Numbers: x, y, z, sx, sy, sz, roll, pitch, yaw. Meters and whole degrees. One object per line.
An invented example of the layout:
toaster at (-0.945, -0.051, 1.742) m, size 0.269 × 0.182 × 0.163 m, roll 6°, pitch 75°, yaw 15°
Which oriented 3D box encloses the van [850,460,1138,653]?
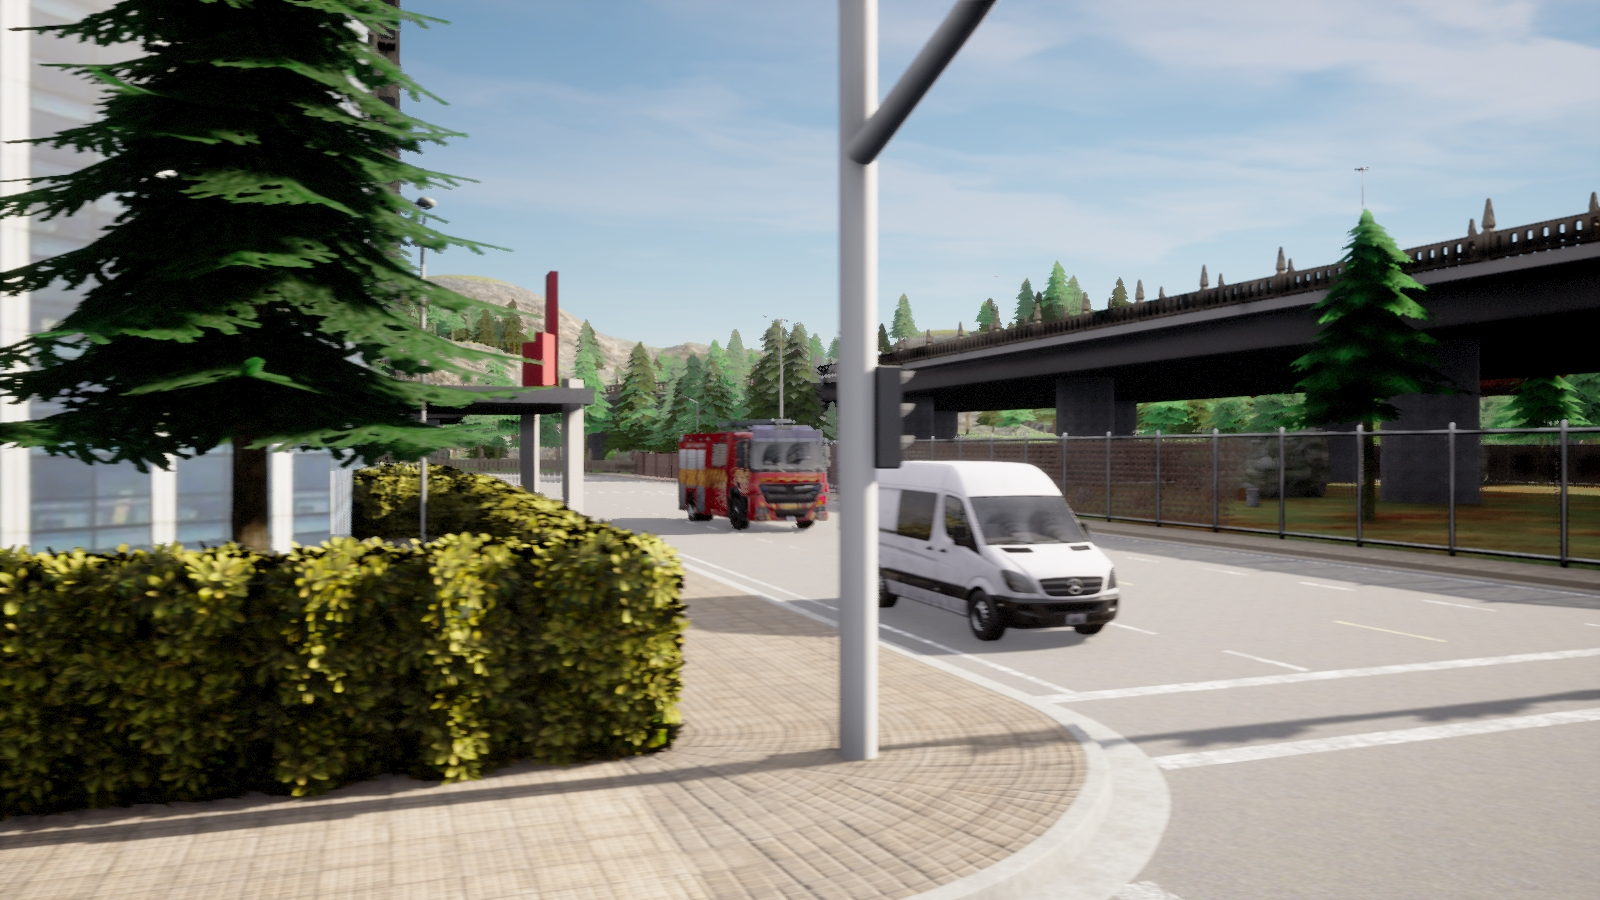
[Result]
van at (2.856, 1.478, 18.662) m, size 1.988 × 2.561 × 5.915 m, roll 0°, pitch 0°, yaw -20°

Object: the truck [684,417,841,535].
truck at (-1.581, 0.833, 41.535) m, size 2.891 × 3.827 × 8.468 m, roll 0°, pitch 0°, yaw -23°
